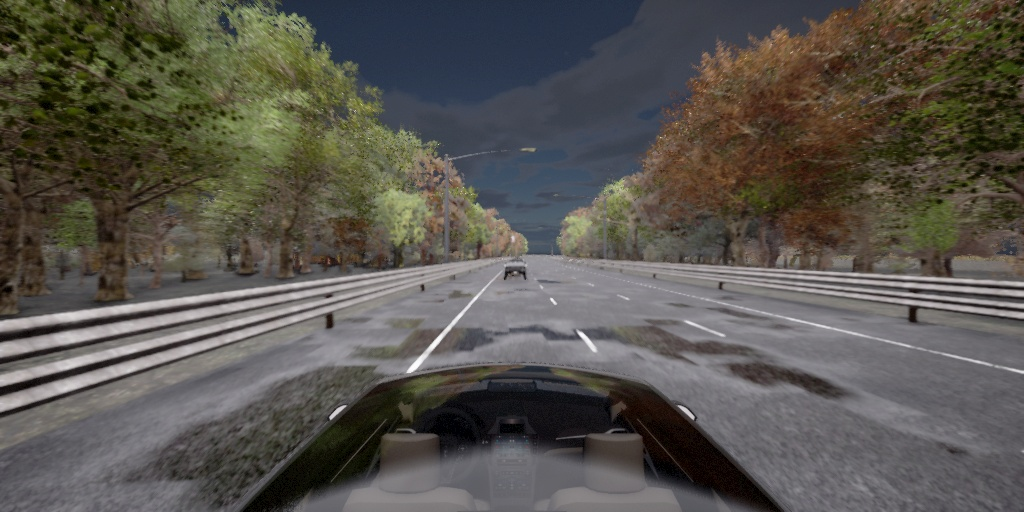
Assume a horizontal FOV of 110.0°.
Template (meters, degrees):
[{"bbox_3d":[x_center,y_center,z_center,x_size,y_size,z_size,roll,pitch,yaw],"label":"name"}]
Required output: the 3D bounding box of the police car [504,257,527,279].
[{"bbox_3d":[0.315,1.120,31.599,1.930,1.638,5.238,0,0,1],"label":"police car"}]
